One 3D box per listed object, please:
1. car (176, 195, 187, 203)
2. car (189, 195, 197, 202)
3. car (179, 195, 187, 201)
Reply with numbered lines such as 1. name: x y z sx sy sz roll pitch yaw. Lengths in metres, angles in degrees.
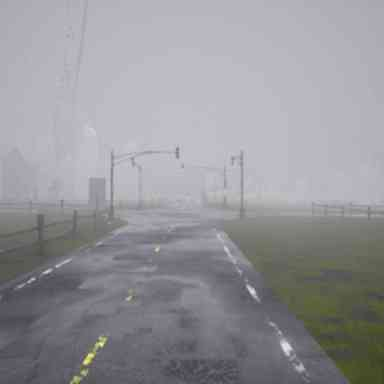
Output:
1. car: -2.532 1.585 76.650 2.097 1.767 4.553 0 0 0
2. car: 0.284 1.791 88.989 2.128 1.511 4.902 0 0 0
3. car: -2.448 1.627 92.251 2.097 1.767 4.553 0 0 0
